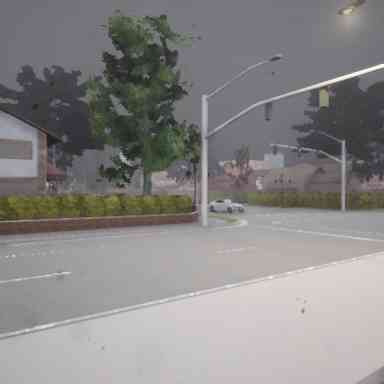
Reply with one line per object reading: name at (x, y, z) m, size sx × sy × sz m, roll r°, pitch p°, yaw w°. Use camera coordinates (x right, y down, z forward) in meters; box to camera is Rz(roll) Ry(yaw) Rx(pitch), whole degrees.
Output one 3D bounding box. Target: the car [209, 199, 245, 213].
car at (3.690, 1.498, 36.284) m, size 1.812 × 1.442 × 4.674 m, roll 0°, pitch 0°, yaw -36°
